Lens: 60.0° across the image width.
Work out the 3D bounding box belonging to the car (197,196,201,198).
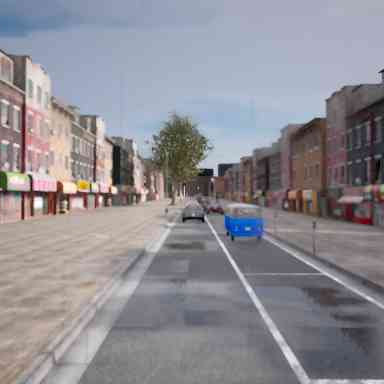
[{"bbox_3d":[2.647,2.153,73.041,2.008,1.369,4.403,1,0,0],"label":"car"}]

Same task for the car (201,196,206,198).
[{"bbox_3d":[2.649,1.740,45.336,2.192,1.841,5.009,1,0,0],"label":"car"}]

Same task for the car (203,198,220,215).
[{"bbox_3d":[2.647,1.825,39.794,1.967,1.590,4.097,1,0,0],"label":"car"}]

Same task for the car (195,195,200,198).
[{"bbox_3d":[2.651,1.976,84.124,2.192,1.841,5.009,1,0,0],"label":"car"}]

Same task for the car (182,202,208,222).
[{"bbox_3d":[0.102,1.868,29.573,1.994,1.385,4.181,0,0,0],"label":"car"}]

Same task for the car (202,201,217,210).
[{"bbox_3d":[2.646,2.029,50.875,1.947,1.339,4.313,1,0,0],"label":"car"}]

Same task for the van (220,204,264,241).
[{"bbox_3d":[2.646,1.535,17.628,1.690,1.788,3.998,0,-1,0],"label":"van"}]

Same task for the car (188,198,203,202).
[{"bbox_3d":[0.093,1.875,41.543,1.882,1.535,5.008,0,0,0],"label":"car"}]

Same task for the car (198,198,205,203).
[{"bbox_3d":[2.648,2.284,95.204,1.947,1.339,4.313,1,0,0],"label":"car"}]
